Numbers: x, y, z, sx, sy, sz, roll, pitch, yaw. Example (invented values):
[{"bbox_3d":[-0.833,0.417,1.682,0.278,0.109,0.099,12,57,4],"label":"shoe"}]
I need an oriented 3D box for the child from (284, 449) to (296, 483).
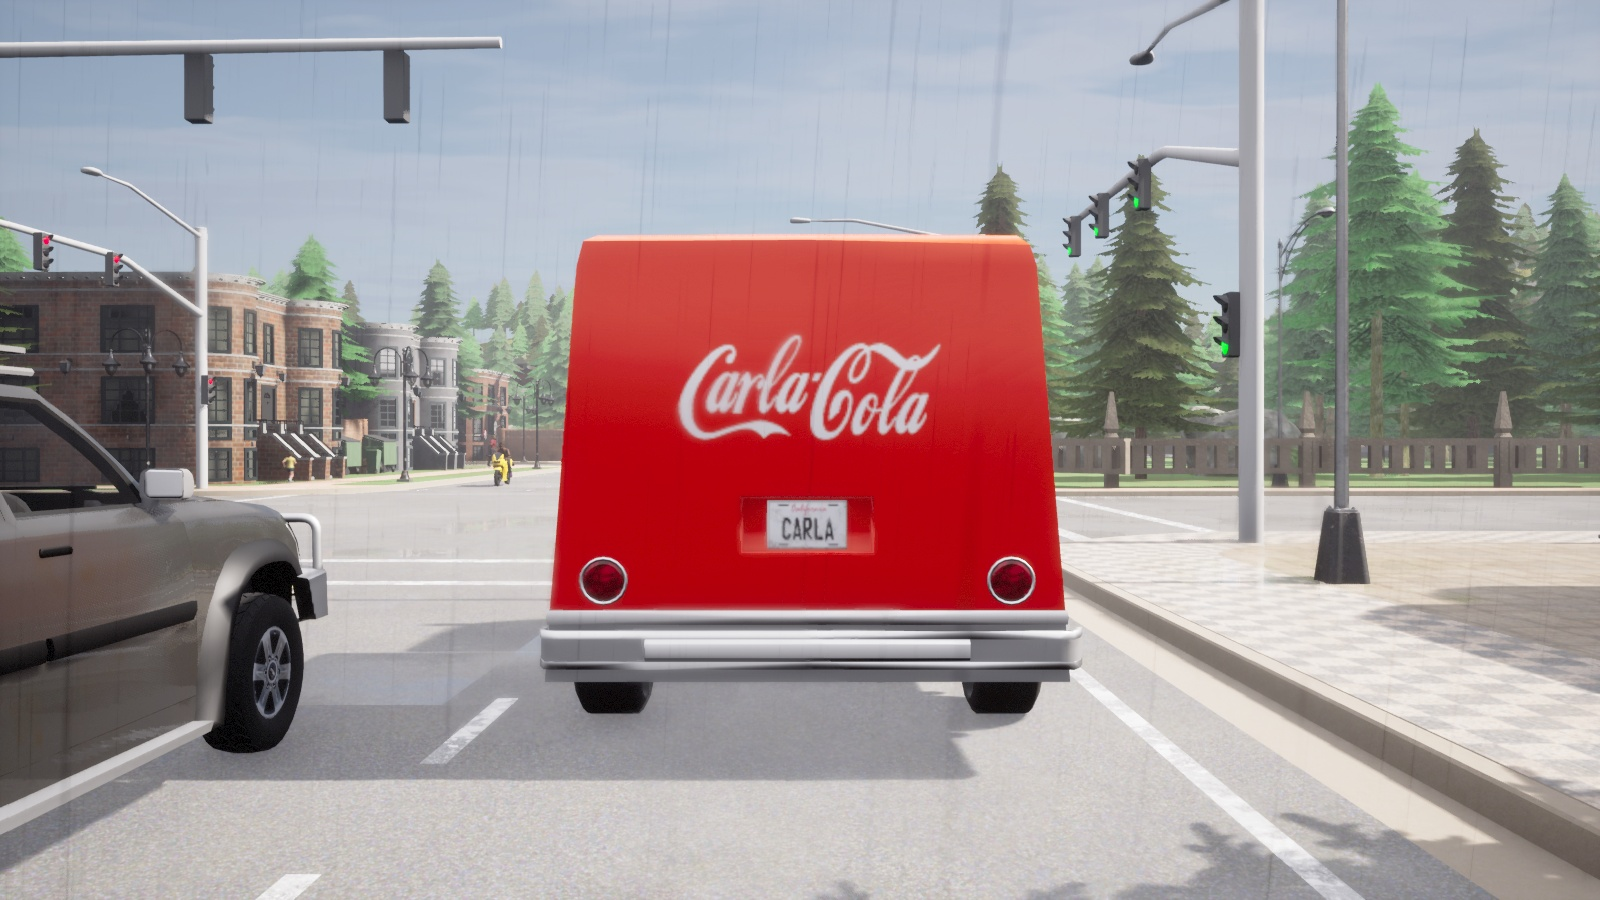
[{"bbox_3d":[-16.935,0.530,41.701,0.255,1.110,0.394,0,0,2],"label":"child"}]

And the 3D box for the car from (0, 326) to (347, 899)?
[{"bbox_3d":[-3.469,0.534,4.594,1.932,1.855,4.605,0,0,0],"label":"car"}]

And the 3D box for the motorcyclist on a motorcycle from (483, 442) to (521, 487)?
[{"bbox_3d":[-10.318,0.475,43.537,0.797,1.523,2.044,0,0,0],"label":"motorcyclist on a motorcycle"}]

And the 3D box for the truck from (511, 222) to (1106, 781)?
[{"bbox_3d":[0.046,0.214,8.158,2.627,2.467,5.204,0,0,0],"label":"truck"}]
